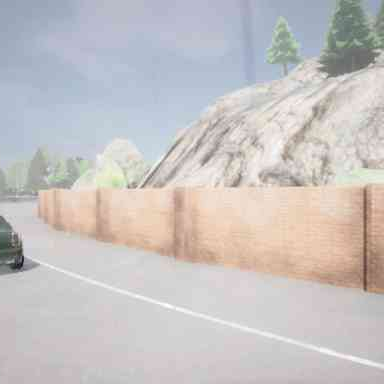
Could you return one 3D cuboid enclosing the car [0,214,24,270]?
[{"bbox_3d":[-6.847,1.366,10.175,2.097,1.767,4.553,0,0,-43],"label":"car"}]

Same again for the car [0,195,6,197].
[{"bbox_3d":[-41.211,1.332,70.322,2.097,1.767,4.553,0,0,11],"label":"car"}]
